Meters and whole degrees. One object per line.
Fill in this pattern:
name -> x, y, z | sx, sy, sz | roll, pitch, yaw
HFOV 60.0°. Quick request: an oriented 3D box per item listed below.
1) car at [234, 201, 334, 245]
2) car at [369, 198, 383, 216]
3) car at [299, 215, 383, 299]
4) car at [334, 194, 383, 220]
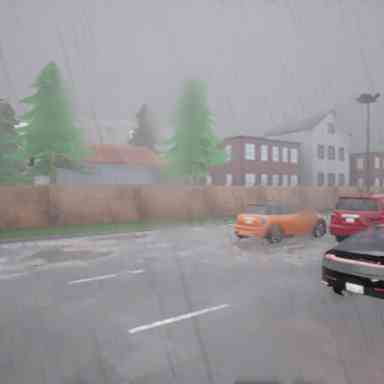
car -> 4.146, 1.254, 15.305 | 4.553, 1.767, 2.097 | -1, 0, -36
car -> 17.805, 1.251, 29.348 | 4.892, 1.490, 1.837 | 0, 0, -36
car -> 4.786, 1.427, 7.160 | 4.902, 1.511, 2.128 | -1, 0, -35
car -> 7.974, 1.105, 13.735 | 5.566, 2.045, 2.150 | 0, 0, -36
